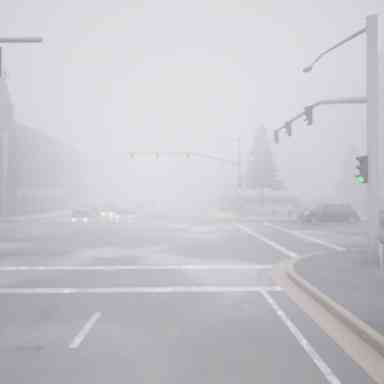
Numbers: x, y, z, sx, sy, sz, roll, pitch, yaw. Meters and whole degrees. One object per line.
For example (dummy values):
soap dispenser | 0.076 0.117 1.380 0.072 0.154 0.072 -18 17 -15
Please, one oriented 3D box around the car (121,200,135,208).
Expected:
car | -11.945 2.243 62.624 1.837 1.490 4.892 0 -1 -1

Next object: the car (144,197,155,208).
car | -8.490 1.991 65.268 2.150 2.045 5.566 0 -1 -1

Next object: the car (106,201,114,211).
car | -11.718 2.061 48.247 2.128 1.511 4.902 0 -1 -1

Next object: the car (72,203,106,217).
car | -11.505 1.982 36.719 2.033 1.411 5.357 0 -1 0

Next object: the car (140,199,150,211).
car | -8.289 2.161 52.100 2.033 1.411 5.357 0 -1 -1

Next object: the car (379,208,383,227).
car | 15.536 1.492 23.205 5.566 2.045 2.150 0 -1 -1

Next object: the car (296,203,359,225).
car | 10.735 1.663 26.589 4.553 1.767 2.097 0 -1 -1

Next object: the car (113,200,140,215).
car | -8.079 2.015 41.451 1.812 1.442 4.674 0 -1 -1
